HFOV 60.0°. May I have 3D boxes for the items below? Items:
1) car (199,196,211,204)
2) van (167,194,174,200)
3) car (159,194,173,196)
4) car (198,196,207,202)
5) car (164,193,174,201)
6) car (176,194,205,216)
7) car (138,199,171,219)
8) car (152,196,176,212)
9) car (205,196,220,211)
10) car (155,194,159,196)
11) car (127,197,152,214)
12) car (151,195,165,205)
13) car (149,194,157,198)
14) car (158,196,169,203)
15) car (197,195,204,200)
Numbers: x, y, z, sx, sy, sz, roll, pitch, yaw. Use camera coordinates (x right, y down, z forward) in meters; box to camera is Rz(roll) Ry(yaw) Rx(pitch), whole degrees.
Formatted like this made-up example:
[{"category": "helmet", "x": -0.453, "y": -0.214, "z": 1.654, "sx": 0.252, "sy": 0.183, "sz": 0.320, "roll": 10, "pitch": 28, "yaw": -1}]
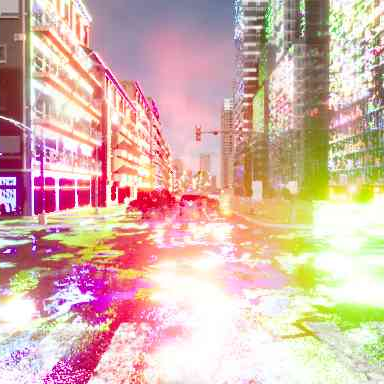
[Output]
[{"category": "car", "x": 2.454, "y": 1.551, "z": 63.711, "sx": 2.008, "sy": 1.369, "sz": 4.403, "roll": -1, "pitch": 0, "yaw": 0}, {"category": "van", "x": -5.982, "y": 1.350, "z": 91.872, "sx": 1.690, "sy": 1.788, "sz": 3.998, "roll": -1, "pitch": 0, "yaw": 0}, {"category": "car", "x": -3.237, "y": 1.488, "z": 49.218, "sx": 2.128, "sy": 1.511, "sz": 4.902, "roll": 0, "pitch": 0, "yaw": 0}, {"category": "car", "x": 2.419, "y": 1.548, "z": 75.009, "sx": 1.887, "sy": 1.381, "sz": 4.507, "roll": -1, "pitch": 0, "yaw": 0}, {"category": "car", "x": -5.966, "y": 1.322, "z": 86.224, "sx": 2.192, "sy": 1.841, "sz": 5.009, "roll": -1, "pitch": 0, "yaw": 0}, {"category": "car", "x": -0.082, "y": 1.219, "z": 32.667, "sx": 2.150, "sy": 2.045, "sz": 5.566, "roll": 0, "pitch": 0, "yaw": 1}, {"category": "car", "x": -3.187, "y": 1.560, "z": 29.170, "sx": 1.994, "sy": 1.385, "sz": 4.181, "roll": 0, "pitch": 0, "yaw": 0}, {"category": "car", "x": -3.207, "y": 1.559, "z": 39.096, "sx": 1.994, "sy": 1.385, "sz": 4.181, "roll": 0, "pitch": 0, "yaw": 0}, {"category": "car", "x": 2.522, "y": 1.540, "z": 41.115, "sx": 1.887, "sy": 1.381, "sz": 4.507, "roll": -1, "pitch": 0, "yaw": 0}, {"category": "car", "x": -5.862, "y": 1.312, "z": 52.331, "sx": 2.192, "sy": 1.841, "sz": 5.009, "roll": -1, "pitch": 0, "yaw": 0}, {"category": "car", "x": -5.807, "y": 1.540, "z": 35.384, "sx": 1.887, "sy": 1.381, "sz": 4.507, "roll": -1, "pitch": 0, "yaw": 0}, {"category": "car", "x": -5.878, "y": 1.439, "z": 57.979, "sx": 1.967, "sy": 1.590, "sz": 4.097, "roll": -1, "pitch": 0, "yaw": 0}, {"category": "car", "x": -5.826, "y": 1.436, "z": 41.033, "sx": 1.967, "sy": 1.590, "sz": 4.097, "roll": -1, "pitch": 0, "yaw": 0}, {"category": "car", "x": -5.910, "y": 1.583, "z": 69.278, "sx": 1.802, "sy": 1.307, "sz": 4.206, "roll": -1, "pitch": 0, "yaw": 0}, {"category": "car", "x": 2.367, "y": 1.534, "z": 92.126, "sx": 1.752, "sy": 1.417, "sz": 4.829, "roll": -1, "pitch": 0, "yaw": 0}]
